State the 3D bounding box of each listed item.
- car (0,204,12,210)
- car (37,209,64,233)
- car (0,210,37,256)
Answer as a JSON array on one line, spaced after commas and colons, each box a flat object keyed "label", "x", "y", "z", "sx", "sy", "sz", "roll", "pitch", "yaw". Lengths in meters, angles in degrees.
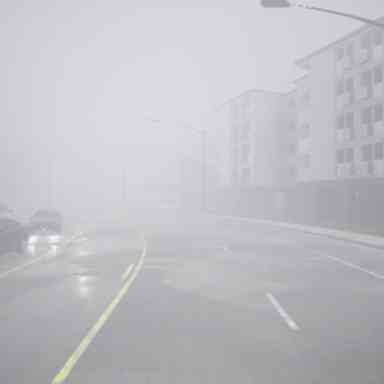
[{"label": "car", "x": -14.052, "y": 1.668, "z": 23.968, "sx": 2.097, "sy": 1.767, "sz": 4.553, "roll": 0, "pitch": -1, "yaw": -24}, {"label": "car", "x": -9.466, "y": 1.835, "z": 21.849, "sx": 2.033, "sy": 1.411, "sz": 5.357, "roll": 0, "pitch": -1, "yaw": -19}, {"label": "car", "x": -7.467, "y": 1.634, "z": 11.752, "sx": 1.882, "sy": 1.535, "sz": 5.008, "roll": 0, "pitch": -1, "yaw": -6}]
